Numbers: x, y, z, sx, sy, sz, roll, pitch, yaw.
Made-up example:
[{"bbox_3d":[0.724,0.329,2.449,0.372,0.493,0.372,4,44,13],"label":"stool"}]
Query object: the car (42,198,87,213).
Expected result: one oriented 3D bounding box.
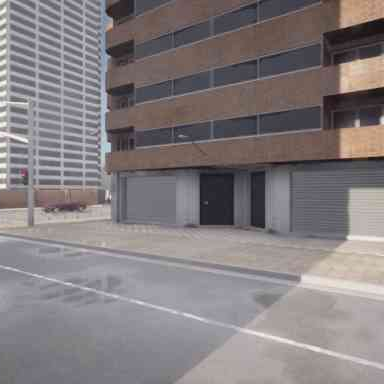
[{"bbox_3d":[-14.101,1.478,36.878,1.882,1.535,5.008,0,0,35],"label":"car"}]
